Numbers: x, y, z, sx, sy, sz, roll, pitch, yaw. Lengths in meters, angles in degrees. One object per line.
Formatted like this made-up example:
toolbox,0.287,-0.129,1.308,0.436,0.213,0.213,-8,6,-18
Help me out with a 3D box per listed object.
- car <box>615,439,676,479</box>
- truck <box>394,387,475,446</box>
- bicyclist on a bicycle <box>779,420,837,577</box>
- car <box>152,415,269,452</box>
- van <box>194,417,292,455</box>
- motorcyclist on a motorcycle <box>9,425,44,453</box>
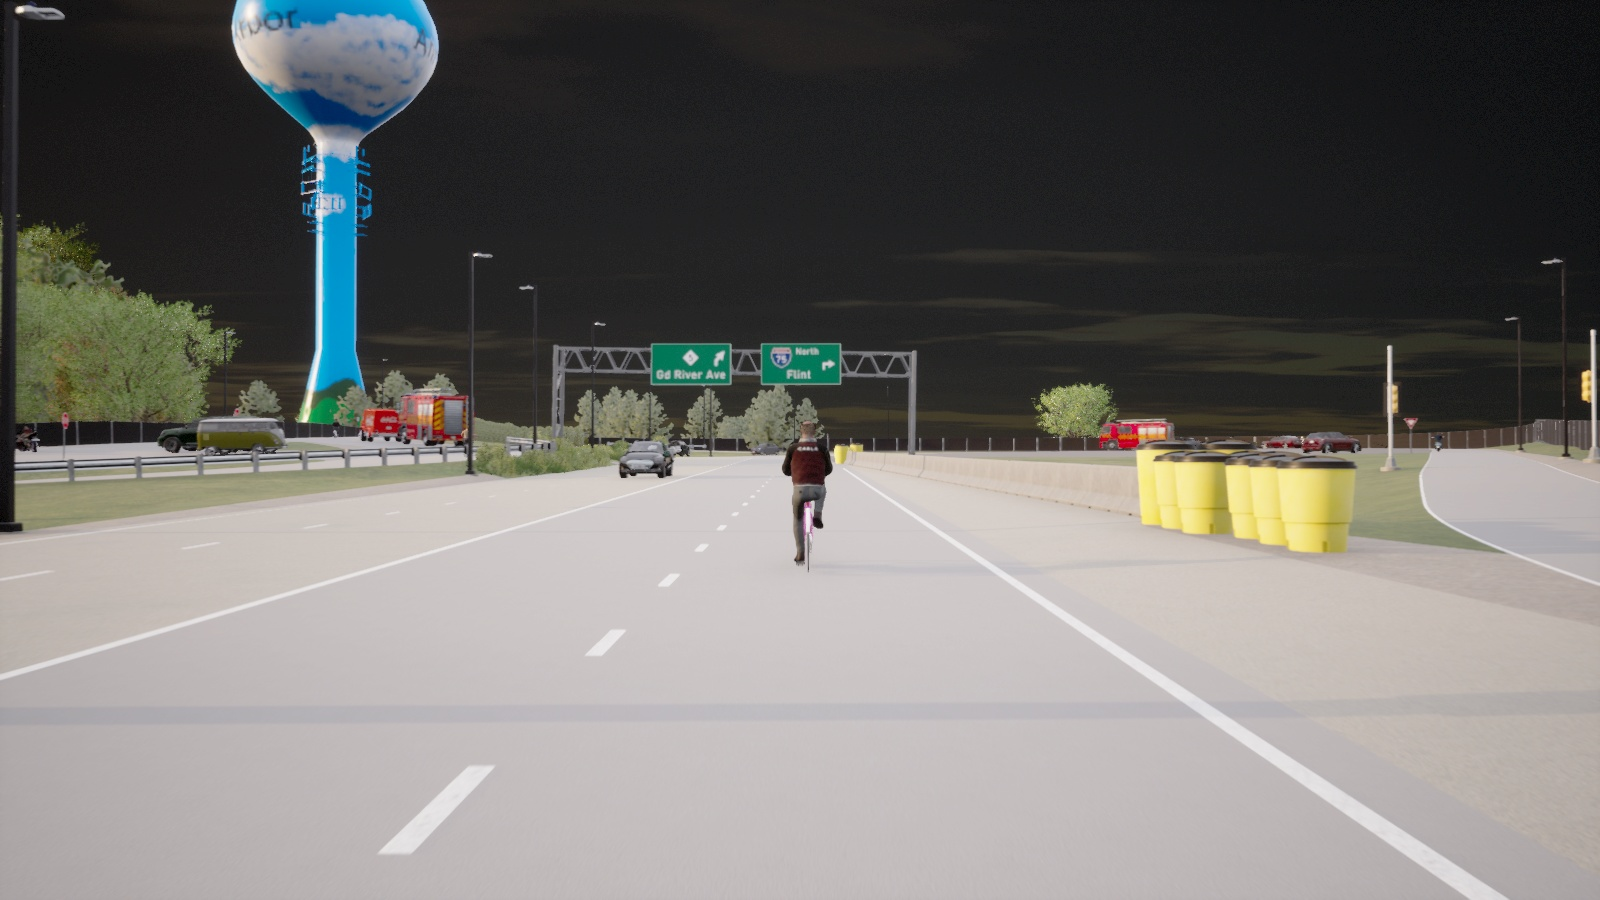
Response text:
car,-6.699,0.370,54.835,2.033,1.649,4.856,0,0,0
truck,-25.008,-2.279,85.610,2.891,3.827,8.468,0,1,-33
bicyclist on a bicycle,0.095,0.539,15.132,0.659,1.776,1.843,0,0,0
car,-33.355,-0.949,71.125,5.566,2.045,2.150,0,3,2
van,-30.015,-0.762,67.722,4.442,1.987,1.775,0,3,1
motorcyclist on a motorcycle,-44.161,-0.655,71.684,2.191,1.530,0.866,2,4,36
